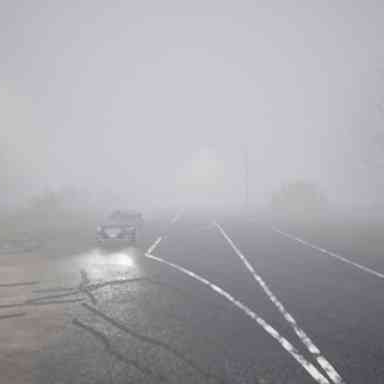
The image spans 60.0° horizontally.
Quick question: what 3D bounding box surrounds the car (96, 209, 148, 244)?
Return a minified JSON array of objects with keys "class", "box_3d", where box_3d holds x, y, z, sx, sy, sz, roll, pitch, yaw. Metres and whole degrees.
[{"class":"car","box_3d":[-3.401,1.644,16.808,2.128,1.511,4.902,0,-1,0]}]
